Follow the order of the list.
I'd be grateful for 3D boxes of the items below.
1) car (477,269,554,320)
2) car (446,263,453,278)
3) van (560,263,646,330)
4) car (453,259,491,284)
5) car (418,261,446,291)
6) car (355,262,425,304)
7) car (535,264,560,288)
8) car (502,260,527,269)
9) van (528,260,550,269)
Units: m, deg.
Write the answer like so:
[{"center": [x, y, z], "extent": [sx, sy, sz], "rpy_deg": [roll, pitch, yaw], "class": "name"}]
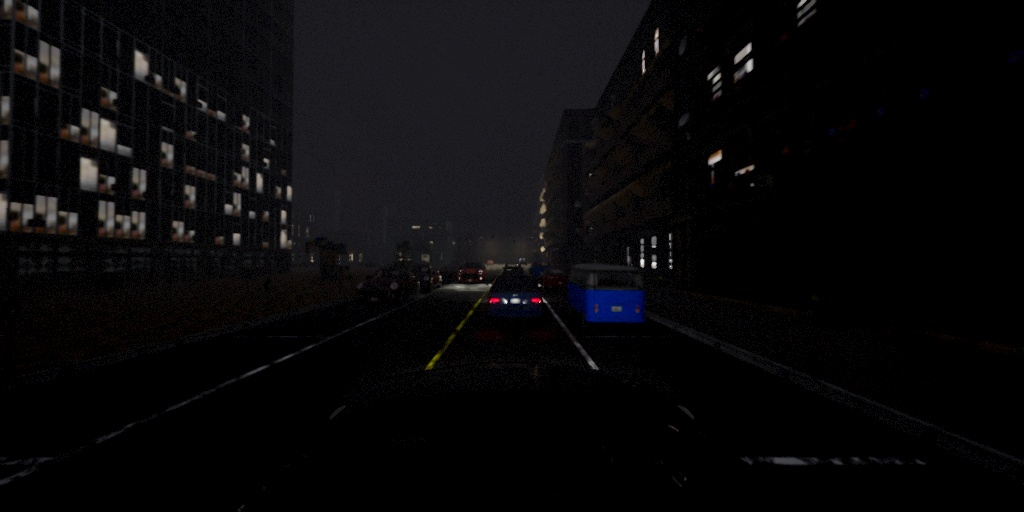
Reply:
[{"center": [0.096, 1.352, 12.817], "extent": [2.033, 1.411, 5.357], "rpy_deg": [0, 0, 0], "class": "car"}, {"center": [-5.653, 1.443, 33.642], "extent": [1.888, 1.381, 4.507], "rpy_deg": [0, 0, 0], "class": "car"}, {"center": [2.693, 1.138, 11.089], "extent": [1.690, 1.789, 3.998], "rpy_deg": [0, 0, 0], "class": "van"}, {"center": [-3.096, 1.229, 28.714], "extent": [2.097, 1.767, 4.553], "rpy_deg": [0, 0, 0], "class": "car"}, {"center": [-5.654, 1.289, 22.351], "extent": [1.967, 1.591, 4.097], "rpy_deg": [0, 0, 0], "class": "car"}, {"center": [-5.661, 1.263, 16.705], "extent": [1.967, 1.591, 4.097], "rpy_deg": [0, 0, 0], "class": "car"}, {"center": [2.694, 1.395, 22.383], "extent": [1.888, 1.381, 4.507], "rpy_deg": [0, 0, 0], "class": "car"}, {"center": [0.100, 1.387, 32.959], "extent": [2.128, 1.511, 4.902], "rpy_deg": [0, 0, 0], "class": "car"}, {"center": [2.695, 1.239, 33.675], "extent": [1.690, 1.789, 3.998], "rpy_deg": [0, 0, 0], "class": "van"}]
